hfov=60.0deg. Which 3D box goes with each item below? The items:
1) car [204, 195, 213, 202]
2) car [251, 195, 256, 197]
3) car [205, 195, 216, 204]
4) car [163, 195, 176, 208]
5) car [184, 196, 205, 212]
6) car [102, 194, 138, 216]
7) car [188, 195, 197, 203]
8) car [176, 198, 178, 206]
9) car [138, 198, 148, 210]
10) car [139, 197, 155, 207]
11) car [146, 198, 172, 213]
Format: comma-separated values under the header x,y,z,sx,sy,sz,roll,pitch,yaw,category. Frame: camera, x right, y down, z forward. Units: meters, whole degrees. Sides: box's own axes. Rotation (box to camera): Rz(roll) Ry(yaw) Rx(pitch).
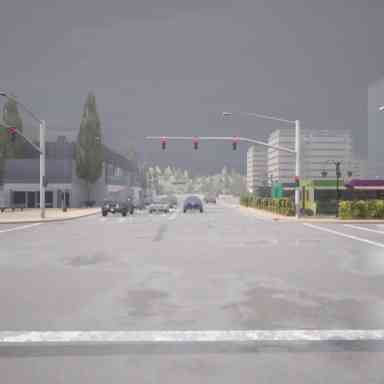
x,y,z,sx,sy,sz,roll,pitch,yaw,category
3.557,1.397,73.872,1.812,1.442,4.674,0,0,0,car
17.836,1.153,86.753,4.605,1.855,1.932,0,0,-1,car
3.549,1.491,63.596,2.128,1.511,4.902,0,0,0,car
-3.563,1.505,46.040,1.837,1.490,4.892,0,0,0,car
0.124,1.352,38.948,2.097,1.767,4.553,0,0,0,car
-7.088,1.221,32.387,2.150,2.045,5.566,0,0,1,car
0.144,1.477,70.307,1.882,1.535,5.008,0,0,0,car
-3.540,1.352,55.904,2.097,1.767,4.553,0,0,0,car
-7.067,1.491,42.275,2.128,1.511,4.902,0,0,0,car
-7.050,1.564,52.232,1.994,1.385,4.181,0,0,0,car
-3.572,1.601,36.725,1.895,1.301,4.718,0,0,0,car
